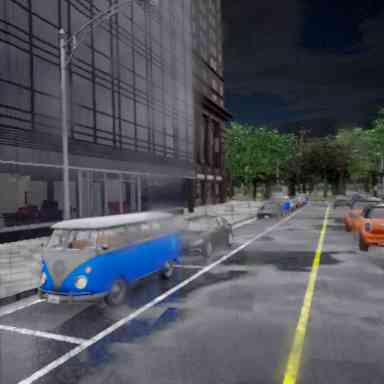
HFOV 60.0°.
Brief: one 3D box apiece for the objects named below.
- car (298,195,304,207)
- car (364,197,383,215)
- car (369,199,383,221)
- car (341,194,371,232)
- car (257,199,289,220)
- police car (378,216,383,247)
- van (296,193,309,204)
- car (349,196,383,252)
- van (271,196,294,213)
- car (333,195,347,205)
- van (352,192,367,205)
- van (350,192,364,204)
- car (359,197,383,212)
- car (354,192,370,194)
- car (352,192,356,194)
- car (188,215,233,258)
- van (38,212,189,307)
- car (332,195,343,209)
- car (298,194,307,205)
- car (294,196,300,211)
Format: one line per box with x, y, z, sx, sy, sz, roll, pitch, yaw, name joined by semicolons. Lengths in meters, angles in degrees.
13.037;1.488;43.162;1.947;1.339;4.313;-2;-1;23;car
16.730;1.237;29.987;1.752;1.417;4.829;-2;0;23;car
14.553;1.290;24.819;2.008;1.369;4.403;-2;0;23;car
9.756;1.191;18.717;2.097;1.767;4.553;-2;0;25;car
6.701;1.567;28.130;1.947;1.339;4.313;-2;0;23;car
3.757;1.341;4.005;1.930;1.638;5.238;-2;0;23;police car
19.366;1.187;58.196;1.690;1.788;3.998;-2;-1;23;van
7.584;1.216;13.092;2.097;1.767;4.553;-2;0;23;car
8.806;1.315;33.142;1.690;1.788;3.998;-2;0;23;van
22.782;1.197;51.454;1.837;1.490;4.892;-2;0;23;car
25.105;0.951;49.874;1.690;1.788;3.998;-2;-1;23;van
27.217;0.926;54.885;1.690;1.788;3.998;-2;-1;23;van
18.776;1.231;34.841;1.887;1.381;4.507;-2;-1;23;car
20.885;1.100;39.852;1.967;1.590;4.097;-2;-1;23;car
22.993;0.950;44.864;2.192;1.841;5.009;-2;-1;23;car
0.366;1.634;13.098;2.008;1.369;4.403;-2;0;23;car
-1.753;1.453;8.089;1.690;1.788;3.998;-2;0;23;van
17.755;1.258;39.480;1.837;1.490;4.892;-2;0;23;car
15.082;1.422;48.016;1.752;1.417;4.829;-2;-1;23;car
10.858;1.474;37.995;1.752;1.417;4.829;-2;0;23;car
